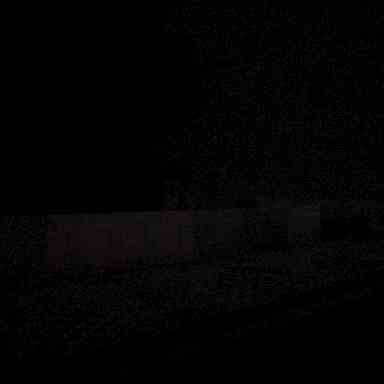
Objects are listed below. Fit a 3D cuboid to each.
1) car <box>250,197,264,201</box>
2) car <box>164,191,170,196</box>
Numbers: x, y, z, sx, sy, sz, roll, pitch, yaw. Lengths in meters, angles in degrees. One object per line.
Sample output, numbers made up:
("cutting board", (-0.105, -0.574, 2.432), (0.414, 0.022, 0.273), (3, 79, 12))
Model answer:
("car", (8.061, 1.342, 37.841), (1.812, 1.442, 4.674), (1, 0, -36))
("car", (-4.738, 1.018, 55.705), (2.128, 1.511, 4.902), (1, 0, -36))
